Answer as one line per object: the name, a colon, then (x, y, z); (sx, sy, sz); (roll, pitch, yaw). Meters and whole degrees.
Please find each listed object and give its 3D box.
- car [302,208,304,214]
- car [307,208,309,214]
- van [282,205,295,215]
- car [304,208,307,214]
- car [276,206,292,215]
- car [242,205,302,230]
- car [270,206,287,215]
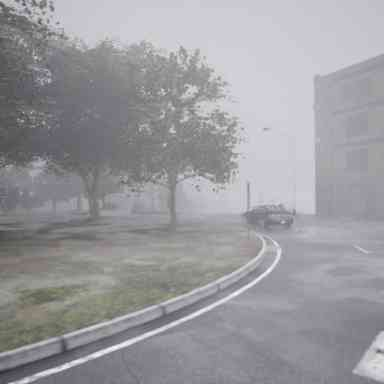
car: (24.622, 4.640, 78.950); (2.002, 1.452, 4.674); (-1, -4, 25)
car: (29.302, 5.184, 89.054); (2.185, 1.767, 4.553); (-1, -4, 25)
van: (20.039, 3.680, 69.069); (1.878, 1.987, 4.442); (-1, -4, 25)
car: (26.983, 4.833, 84.051); (2.185, 1.767, 4.553); (-1, -4, 25)
car: (17.681, 3.577, 63.971); (2.163, 1.488, 4.792); (-1, -4, 25)
car: (4.918, 1.633, 22.370); (2.128, 1.511, 4.902); (0, -1, -13)
car: (15.390, 3.238, 58.987); (2.002, 1.452, 4.674); (1, -3, 25)
